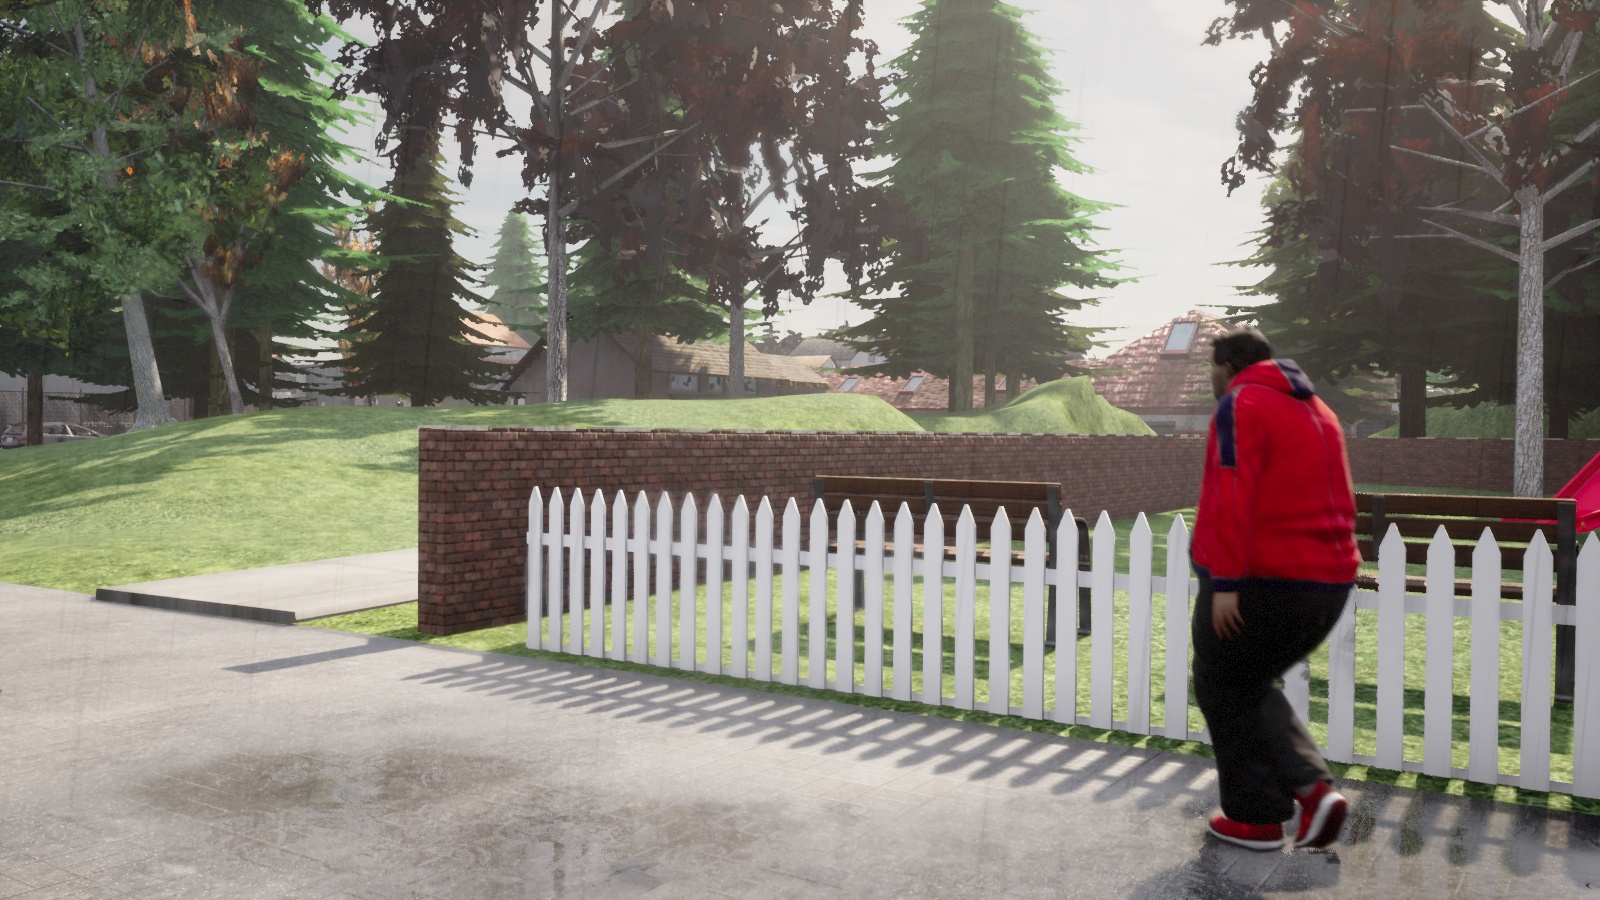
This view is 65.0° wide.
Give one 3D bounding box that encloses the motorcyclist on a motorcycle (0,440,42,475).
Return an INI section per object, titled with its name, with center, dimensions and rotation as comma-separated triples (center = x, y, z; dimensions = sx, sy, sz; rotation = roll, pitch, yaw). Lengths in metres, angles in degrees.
[motorcyclist on a motorcycle]
center = -35.075, 0.322, 55.801
dimensions = 0.866, 1.530, 2.191
rotation = 0, 1, 34

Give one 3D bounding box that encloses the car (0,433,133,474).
[car]
center = -31.537, 0.125, 53.893
dimensions = 2.242, 1.667, 4.611
rotation = 0, 1, 33

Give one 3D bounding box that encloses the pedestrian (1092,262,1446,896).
[pedestrian]
center = 1.540, 0.370, 4.197
dimensions = 0.634, 1.844, 0.899
rotation = -1, 1, -32
